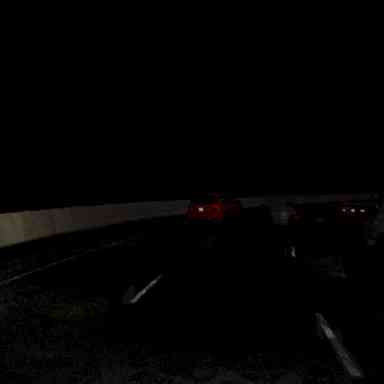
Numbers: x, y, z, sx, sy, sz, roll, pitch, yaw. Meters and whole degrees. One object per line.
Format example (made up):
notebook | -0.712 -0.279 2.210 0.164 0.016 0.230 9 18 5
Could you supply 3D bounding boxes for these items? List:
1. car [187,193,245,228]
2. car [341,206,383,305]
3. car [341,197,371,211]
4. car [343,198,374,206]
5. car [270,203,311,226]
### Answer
car | 1.645 1.056 20.985 2.150 2.045 5.566 0 0 25
car | 4.457 1.323 6.108 2.097 1.767 4.553 0 0 8
car | 18.661 1.346 37.676 1.994 1.385 4.181 1 1 41
car | 13.306 1.397 26.219 2.033 1.411 5.357 1 1 39
car | 6.695 1.413 22.344 1.994 1.385 4.181 0 1 29
